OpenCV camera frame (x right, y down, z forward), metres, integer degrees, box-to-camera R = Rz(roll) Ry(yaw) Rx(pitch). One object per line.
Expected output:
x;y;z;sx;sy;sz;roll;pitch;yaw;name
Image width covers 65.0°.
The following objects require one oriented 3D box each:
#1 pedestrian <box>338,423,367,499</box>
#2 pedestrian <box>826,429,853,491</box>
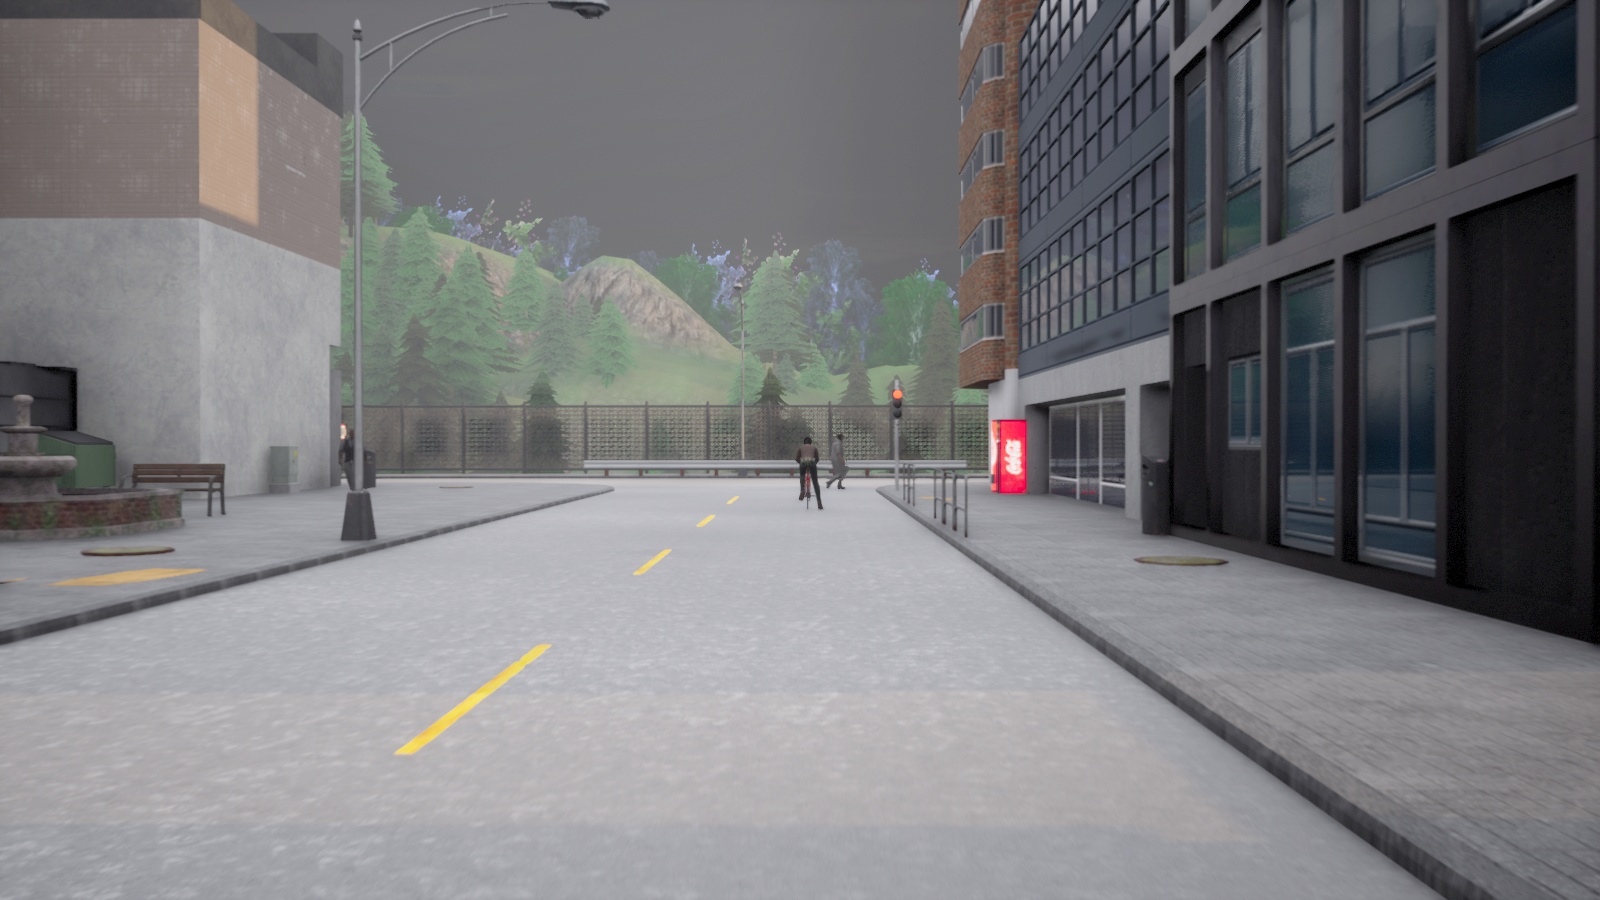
-11.318;0.271;31.777;0.563;1.883;0.849;0;0;-12;pedestrian
1.258;0.321;40.133;0.873;1.952;0.659;0;0;1;pedestrian
